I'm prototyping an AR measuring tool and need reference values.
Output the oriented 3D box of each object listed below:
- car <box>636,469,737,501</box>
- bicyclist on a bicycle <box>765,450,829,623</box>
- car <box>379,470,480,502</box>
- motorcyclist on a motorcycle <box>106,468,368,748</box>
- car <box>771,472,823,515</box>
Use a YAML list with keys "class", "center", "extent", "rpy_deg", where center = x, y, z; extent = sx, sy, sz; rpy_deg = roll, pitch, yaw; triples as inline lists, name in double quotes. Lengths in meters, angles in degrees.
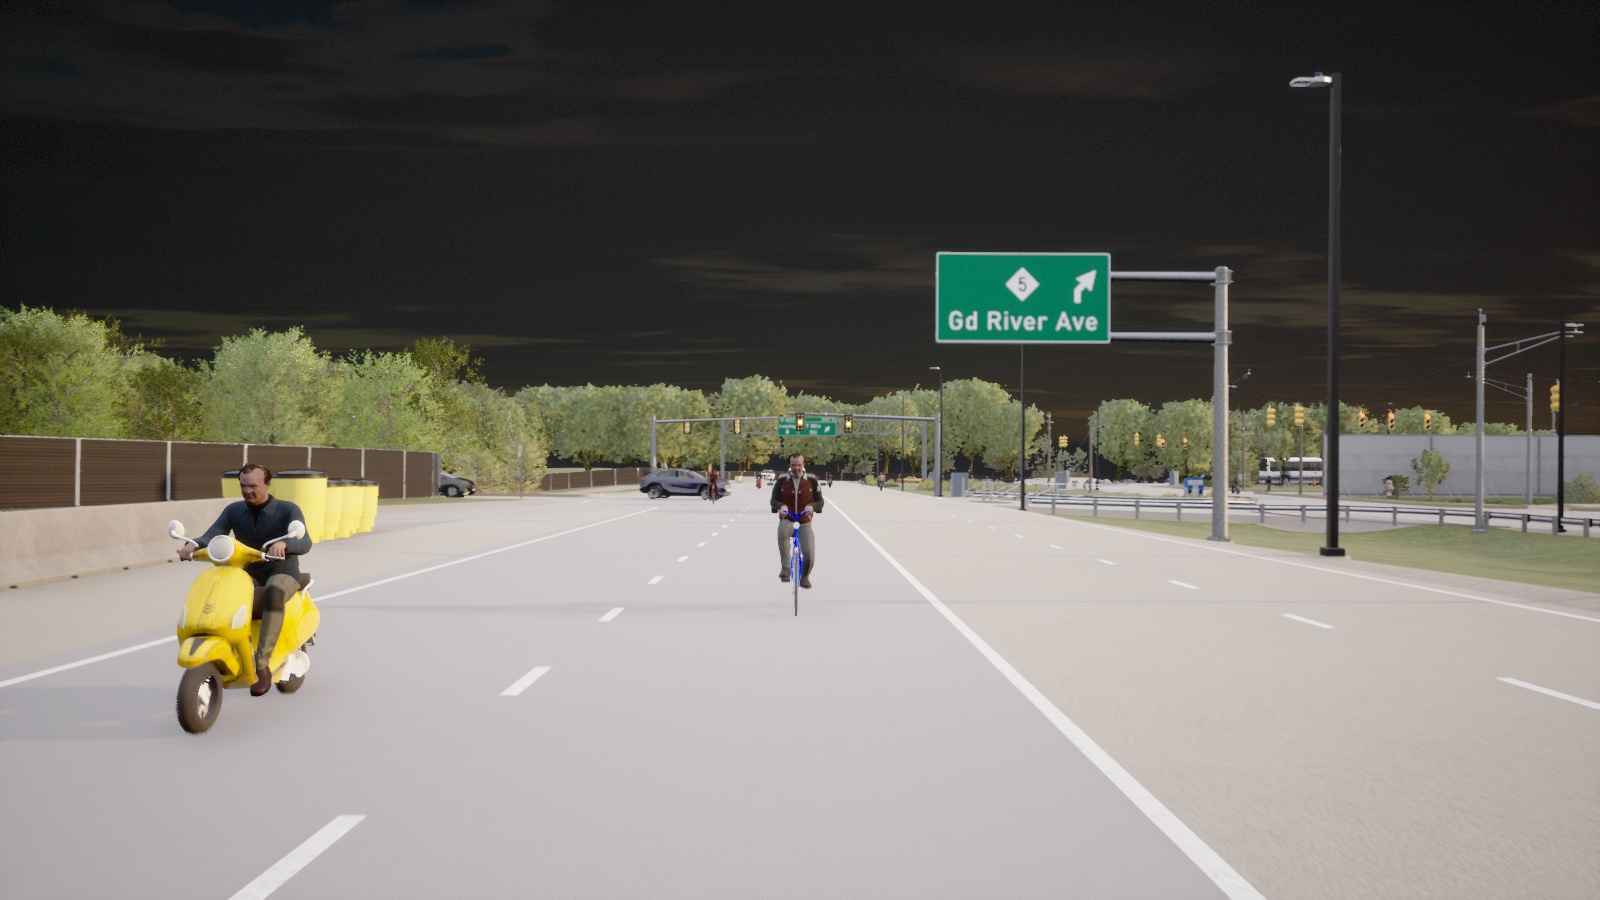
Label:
- class: "car"
  center: [-5.928, 1.826, 65.940]
  extent: [4.856, 1.649, 2.033]
  rpy_deg: [0, -1, 14]
- class: "bicyclist on a bicycle"
  center: [-0.033, 0.912, 13.909]
  extent: [0.659, 1.776, 1.843]
  rpy_deg: [0, -1, 0]
- class: "car"
  center: [-18.648, 1.801, 63.384]
  extent: [4.514, 1.525, 2.007]
  rpy_deg: [0, 0, 0]
- class: "motorcyclist on a motorcycle"
  center: [-3.519, 0.914, 8.064]
  extent: [0.866, 1.590, 1.817]
  rpy_deg: [0, -1, 0]
- class: "car"
  center: [-0.104, 1.573, 46.808]
  extent: [1.837, 1.490, 4.892]
  rpy_deg: [0, -1, 0]
